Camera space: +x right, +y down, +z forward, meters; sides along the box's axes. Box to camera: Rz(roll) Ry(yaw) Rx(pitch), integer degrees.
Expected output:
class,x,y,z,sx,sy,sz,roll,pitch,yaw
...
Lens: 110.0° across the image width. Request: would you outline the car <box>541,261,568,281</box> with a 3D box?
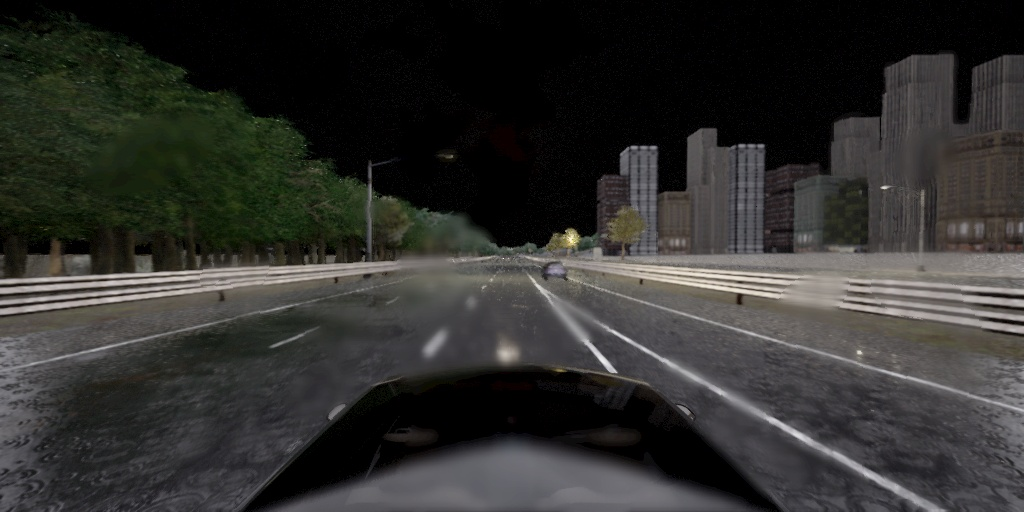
class,x,y,z,sx,sy,sz,roll,pitch,yaw
car,3.568,1.207,30.908,2.033,1.649,4.856,0,0,-1
